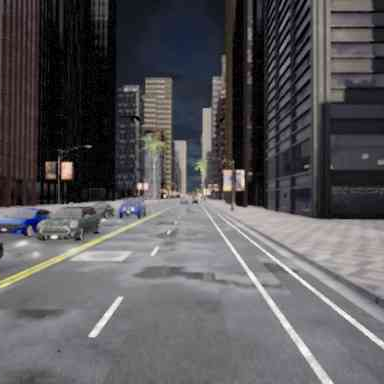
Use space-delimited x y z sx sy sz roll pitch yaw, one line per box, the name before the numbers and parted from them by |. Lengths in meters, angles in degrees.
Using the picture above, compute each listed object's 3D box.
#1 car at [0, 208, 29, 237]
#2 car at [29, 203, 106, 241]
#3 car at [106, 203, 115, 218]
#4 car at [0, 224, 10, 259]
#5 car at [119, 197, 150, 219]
car | -9.659 1.691 19.652 1.882 1.535 5.008 0 -1 0
car | -6.432 1.556 17.830 2.097 1.767 4.553 0 -1 1
car | -9.422 1.931 34.948 1.837 1.490 4.892 0 -1 1
car | -6.550 1.672 7.702 1.895 1.301 4.718 0 -1 1
car | -6.166 1.641 35.159 2.150 2.045 5.566 0 -1 1
